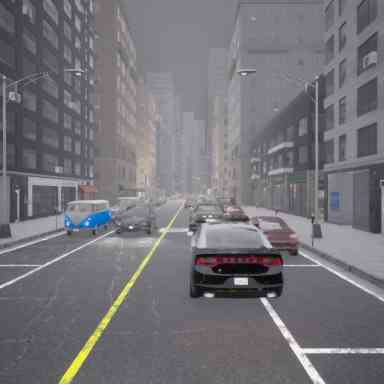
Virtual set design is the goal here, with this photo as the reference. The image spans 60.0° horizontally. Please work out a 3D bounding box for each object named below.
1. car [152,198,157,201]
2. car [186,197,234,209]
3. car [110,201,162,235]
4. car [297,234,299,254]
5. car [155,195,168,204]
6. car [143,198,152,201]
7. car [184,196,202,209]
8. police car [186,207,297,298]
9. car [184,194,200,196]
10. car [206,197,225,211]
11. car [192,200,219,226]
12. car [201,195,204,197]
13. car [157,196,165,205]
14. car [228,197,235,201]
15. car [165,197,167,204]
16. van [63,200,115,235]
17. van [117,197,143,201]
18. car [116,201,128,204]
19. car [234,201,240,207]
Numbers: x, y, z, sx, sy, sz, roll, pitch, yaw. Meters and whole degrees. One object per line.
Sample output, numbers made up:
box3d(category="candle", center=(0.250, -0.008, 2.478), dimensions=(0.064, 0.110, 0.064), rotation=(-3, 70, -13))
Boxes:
box3d(category="car", center=(-5.690, 1.585, 40.374), dimensions=(1.802, 1.307, 4.206), rotation=(0, 0, 0))
box3d(category="car", center=(0.890, 1.351, 18.516), dimensions=(2.097, 1.767, 4.553), rotation=(0, 0, 0))
box3d(category="car", center=(-3.010, 1.504, 18.836), dimensions=(1.837, 1.490, 4.892), rotation=(0, 0, 0))
box3d(category="car", center=(2.849, 1.581, 12.871), dimensions=(1.802, 1.307, 4.206), rotation=(0, 0, 0))
box3d(category="car", center=(-5.702, 1.452, 62.379), dimensions=(1.967, 1.590, 4.097), rotation=(0, 0, 0))
box3d(category="car", center=(-5.687, 1.568, 34.872), dimensions=(1.947, 1.339, 4.313), rotation=(0, 0, 0))
box3d(category="car", center=(-0.008, 1.569, 45.453), dimensions=(1.994, 1.385, 4.181), rotation=(0, 0, 0))
box3d(category="police car", center=(0.895, 1.425, 8.655), dimensions=(1.930, 1.638, 5.238), rotation=(0, 0, 0))
box3d(category="car", center=(-0.030, 1.516, 58.888), dimensions=(1.837, 1.490, 4.892), rotation=(0, 0, 0))
box3d(category="car", center=(2.835, 1.443, 40.378), dimensions=(1.967, 1.590, 4.097), rotation=(0, 0, 0))
box3d(category="car", center=(0.887, 1.455, 24.735), dimensions=(1.801, 1.575, 5.366), rotation=(0, 0, 0))
box3d(category="car", center=(2.829, 1.558, 51.380), dimensions=(2.008, 1.369, 4.403), rotation=(0, 0, 0))
box3d(category="car", center=(-5.696, 1.573, 51.376), dimensions=(1.947, 1.339, 4.313), rotation=(0, 0, 0))
box3d(category="car", center=(2.840, 1.316, 29.375), dimensions=(2.192, 1.841, 5.009), rotation=(0, 0, 0))
box3d(category="car", center=(-5.699, 1.592, 56.877), dimensions=(1.802, 1.307, 4.206), rotation=(0, 0, 0))
box3d(category="van", center=(-5.679, 1.341, 18.369), dimensions=(1.690, 1.788, 3.998), rotation=(0, 0, 0))
box3d(category="van", center=(-5.685, 1.342, 29.371), dimensions=(1.690, 1.788, 3.998), rotation=(0, 0, 0))
box3d(category="car", center=(-5.682, 1.551, 23.869), dimensions=(2.008, 1.369, 4.403), rotation=(0, 0, 0))
box3d(category="car", center=(2.844, 1.582, 23.873), dimensions=(1.802, 1.307, 4.206), rotation=(0, 0, 0))
